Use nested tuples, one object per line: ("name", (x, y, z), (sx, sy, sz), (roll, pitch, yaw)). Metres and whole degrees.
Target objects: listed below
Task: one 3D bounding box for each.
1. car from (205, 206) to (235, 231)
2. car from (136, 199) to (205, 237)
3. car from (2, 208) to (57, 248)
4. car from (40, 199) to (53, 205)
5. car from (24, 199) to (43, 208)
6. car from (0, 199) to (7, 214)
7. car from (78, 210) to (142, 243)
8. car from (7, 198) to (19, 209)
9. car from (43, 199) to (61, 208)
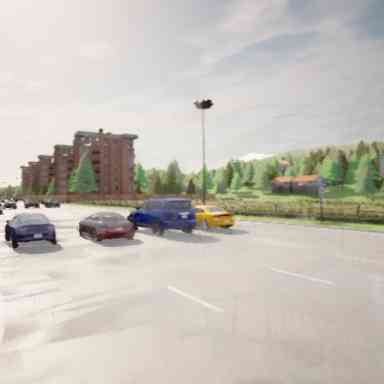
("car", (0.750, 1.658, 22.155), (1.882, 1.535, 5.008), (0, 0, -34))
("car", (-1.872, 1.407, 19.776), (2.150, 2.045, 5.566), (0, 0, -34))
("car", (-7.827, 1.733, 16.084), (1.812, 1.442, 4.674), (0, 0, -33))
("car", (-37.474, 2.587, 85.637), (2.128, 1.511, 4.902), (0, -1, -34))
("car", (-29.249, 2.131, 60.836), (2.097, 1.767, 4.553), (0, -1, -34))
("car", (-25.997, 1.822, 43.482), (2.150, 2.045, 5.566), (0, -1, -34))
("car", (-4.593, 1.755, 17.548), (1.994, 1.385, 4.181), (0, -1, -34))
("car", (-32.093, 2.292, 58.798), (1.837, 1.490, 4.892), (0, -1, -34))
("car", (-26.288, 2.120, 62.704), (2.097, 1.767, 4.553), (0, -1, -34))
